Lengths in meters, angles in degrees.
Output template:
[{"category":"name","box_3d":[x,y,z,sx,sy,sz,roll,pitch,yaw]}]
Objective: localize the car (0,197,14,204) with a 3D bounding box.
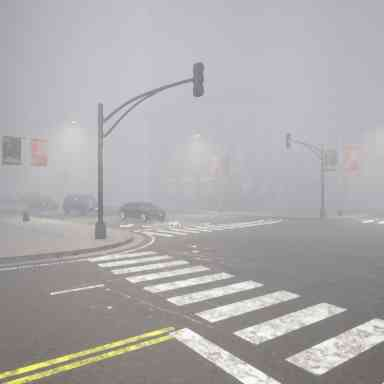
[{"category":"car","box_3d":[-33.634,1.531,60.996,1.994,1.385,4.181,0,0,-45]}]

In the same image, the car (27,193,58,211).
[{"category":"car","box_3d":[-18.112,1.333,40.576,2.097,1.767,4.553,0,0,-45]}]

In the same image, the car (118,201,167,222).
[{"category":"car","box_3d":[-4.004,1.495,26.430,1.837,1.490,4.892,0,0,-44]}]

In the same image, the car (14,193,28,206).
[{"category":"car","box_3d":[-26.051,1.198,53.403,5.566,2.045,2.150,0,0,45]}]

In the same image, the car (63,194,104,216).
[{"category":"car","box_3d":[-11.017,1.207,33.459,2.150,2.045,5.566,0,0,-45]}]
